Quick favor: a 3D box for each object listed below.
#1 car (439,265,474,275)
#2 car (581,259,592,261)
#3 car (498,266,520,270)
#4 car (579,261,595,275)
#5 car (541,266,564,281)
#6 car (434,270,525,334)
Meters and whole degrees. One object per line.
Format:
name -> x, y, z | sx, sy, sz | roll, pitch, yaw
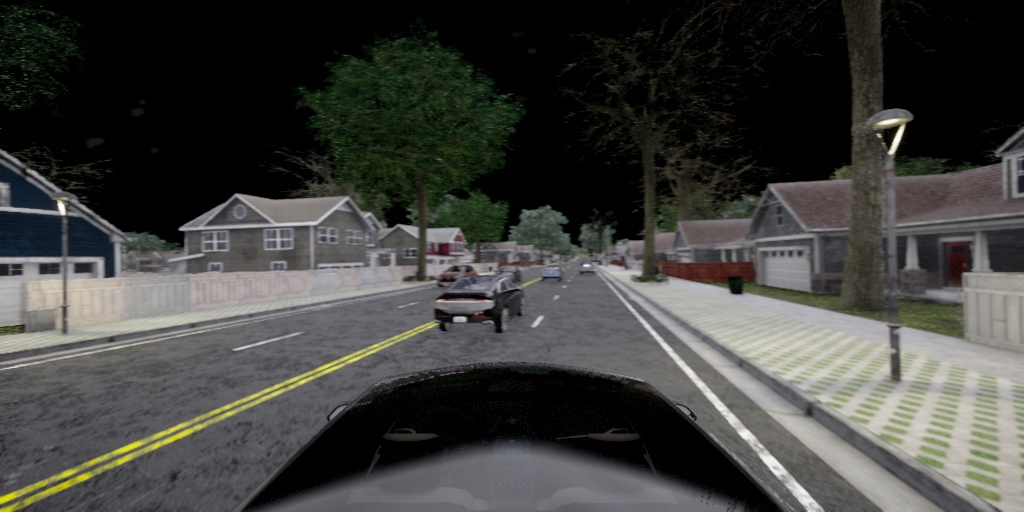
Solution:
car -> -4.186, 1.490, 28.015 | 2.097, 1.767, 4.553 | -1, -1, 12
car -> 12.337, 1.465, 59.427 | 2.150, 2.045, 5.566 | -1, -1, 12
car -> -0.330, 1.596, 30.621 | 2.128, 1.511, 4.902 | -1, -1, 12
car -> 9.573, 1.667, 45.495 | 2.033, 1.411, 5.357 | -1, -1, 12
car -> 3.917, 1.623, 34.125 | 2.033, 1.411, 5.357 | -1, -1, 12
car -> -0.797, 1.369, 11.255 | 2.128, 1.511, 4.902 | -1, -1, 12
